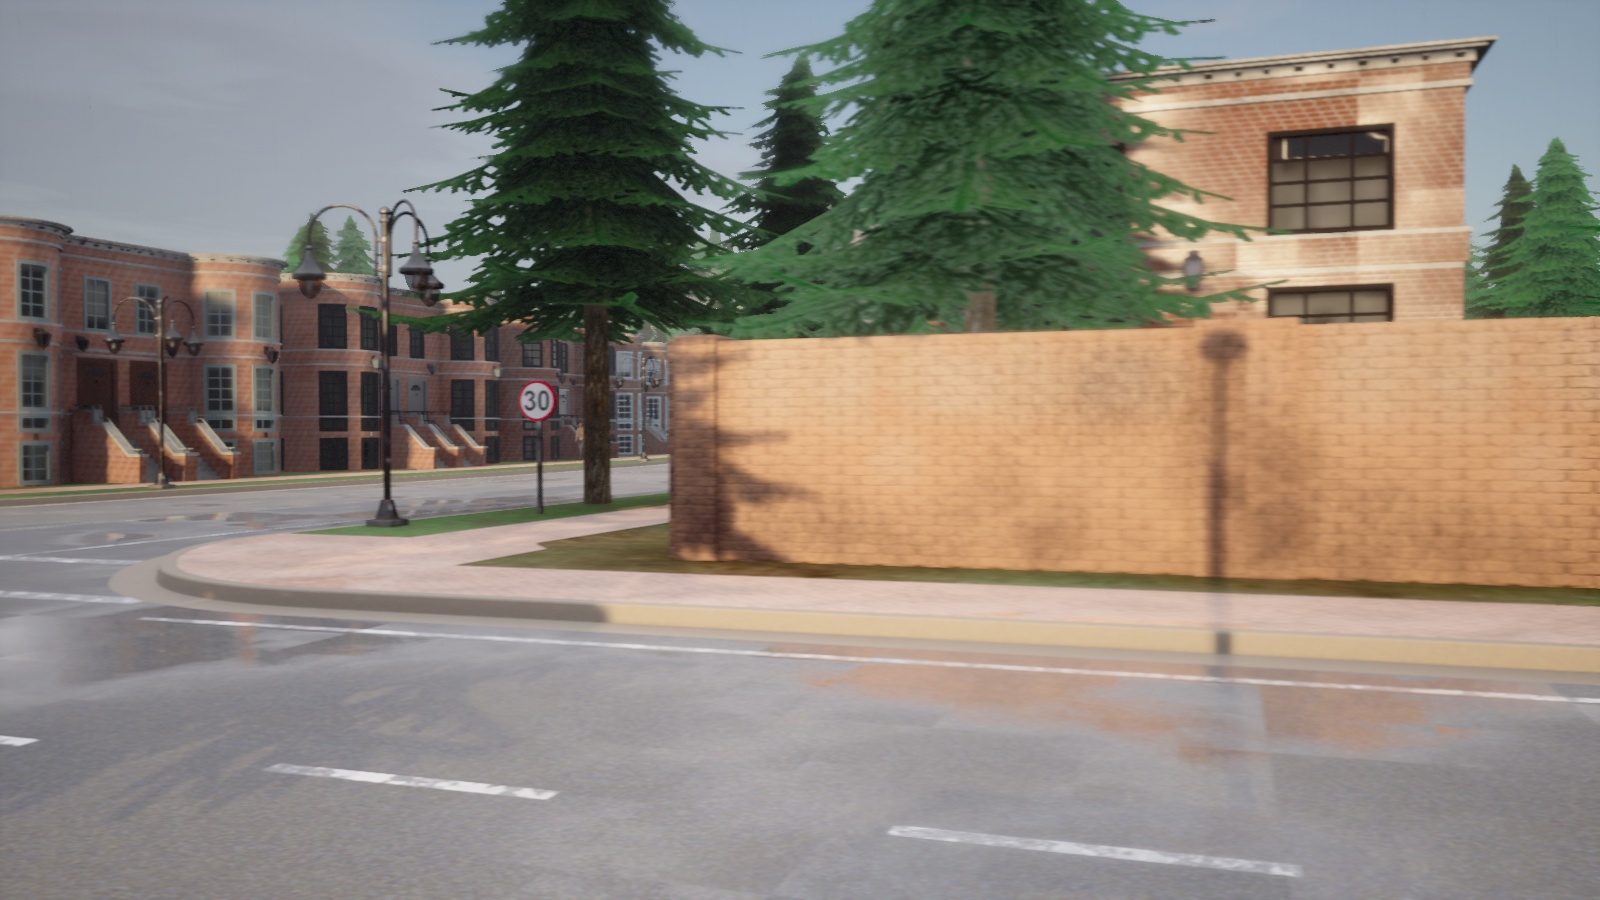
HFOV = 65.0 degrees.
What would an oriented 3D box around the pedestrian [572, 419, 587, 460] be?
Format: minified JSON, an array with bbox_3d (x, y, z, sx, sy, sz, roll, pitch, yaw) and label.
[{"bbox_3d":[-9.832,-0.480,56.032,0.328,1.805,0.869,0,1,15],"label":"pedestrian"}]
